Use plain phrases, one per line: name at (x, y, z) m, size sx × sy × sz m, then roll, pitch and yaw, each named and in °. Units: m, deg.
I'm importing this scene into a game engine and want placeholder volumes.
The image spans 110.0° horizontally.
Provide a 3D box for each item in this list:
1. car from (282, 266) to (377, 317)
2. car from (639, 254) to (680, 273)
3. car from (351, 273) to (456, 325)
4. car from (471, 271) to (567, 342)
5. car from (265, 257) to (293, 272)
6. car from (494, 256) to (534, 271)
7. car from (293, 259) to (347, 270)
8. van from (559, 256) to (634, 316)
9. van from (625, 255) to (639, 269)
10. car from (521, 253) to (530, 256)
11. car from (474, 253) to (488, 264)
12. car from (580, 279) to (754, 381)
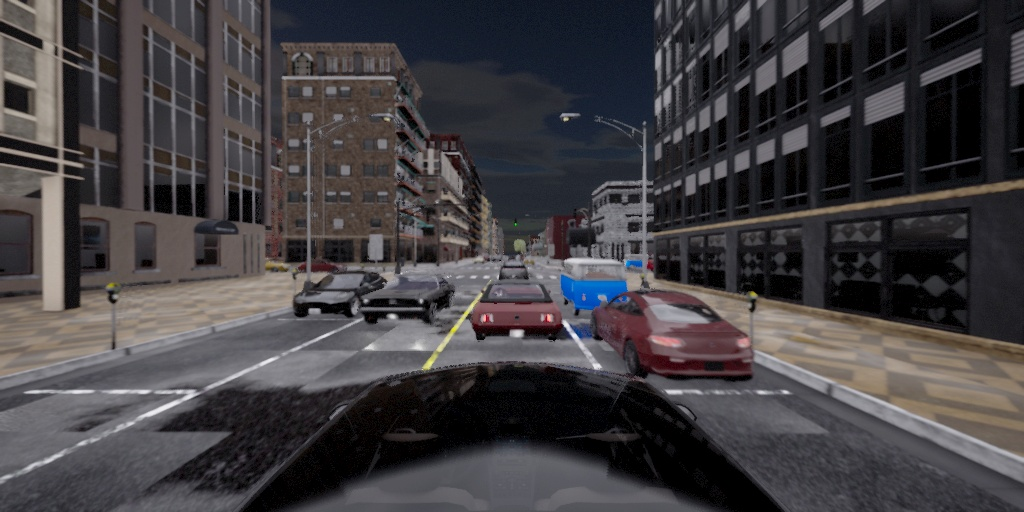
car at (-5.687, 1.197, 12.513) m, size 1.948 × 1.339 × 4.313 m, roll 0°, pitch 0°, yaw 0°
car at (14.927, 0.756, 33.366) m, size 5.009 × 1.841 × 2.192 m, roll 0°, pitch 0°, yaw 0°
car at (-3.090, 1.243, 11.500) m, size 1.895 × 1.301 × 4.718 m, roll 0°, pitch 1°, yaw 0°
car at (0.102, 1.265, 9.484) m, size 1.895 × 1.301 × 4.718 m, roll 0°, pitch 1°, yaw 0°
car at (-22.952, 0.864, 33.283) m, size 4.829 × 1.417 × 1.751 m, roll 0°, pitch 0°, yaw 0°
car at (0.106, 0.994, 24.399) m, size 2.128 × 1.511 × 4.902 m, roll 0°, pitch 1°, yaw 0°
car at (-17.460, 0.932, 33.295) m, size 4.207 × 1.307 × 1.802 m, roll 0°, pitch 0°, yaw 0°
van at (2.660, 0.972, 12.485) m, size 1.690 × 1.789 × 3.998 m, roll 0°, pitch 0°, yaw 0°
van at (14.906, 0.730, 41.746) m, size 3.998 × 1.789 × 1.690 m, roll 0°, pitch 0°, yaw 0°
car at (2.703, 0.692, 57.439) m, size 1.751 × 1.417 × 4.829 m, roll 0°, pitch 0°, yaw 0°
car at (-5.677, 0.638, 62.639) m, size 1.751 × 1.417 × 4.829 m, roll 0°, pitch 0°, yaw 0°
car at (2.659, 1.276, 6.797) m, size 1.802 × 1.307 × 4.207 m, roll 0°, pitch 0°, yaw 0°
